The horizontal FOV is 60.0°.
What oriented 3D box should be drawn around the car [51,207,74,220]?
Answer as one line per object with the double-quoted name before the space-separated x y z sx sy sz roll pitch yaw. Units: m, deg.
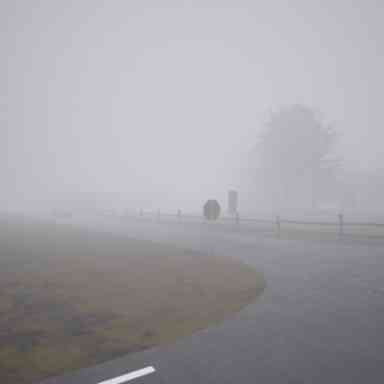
"car" -16.805 2.691 43.011 1.882 1.535 5.008 1 -1 -35
